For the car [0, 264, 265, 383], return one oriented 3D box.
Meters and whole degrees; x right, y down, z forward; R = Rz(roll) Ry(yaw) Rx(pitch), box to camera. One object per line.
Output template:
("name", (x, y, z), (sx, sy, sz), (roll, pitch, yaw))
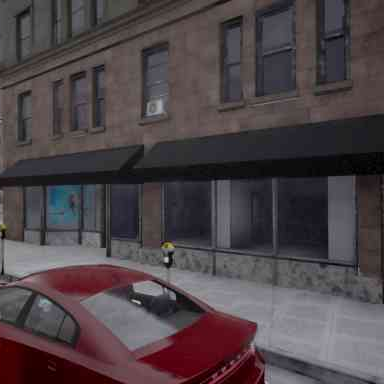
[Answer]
("car", (-1.416, 1.545, 3.876), (4.507, 1.381, 1.887), (0, 0, 36))
